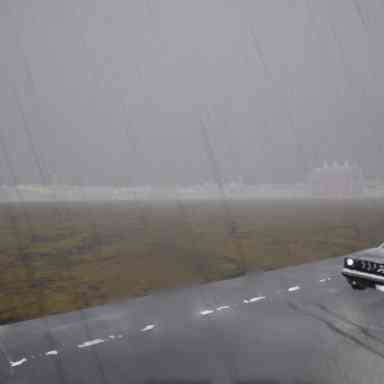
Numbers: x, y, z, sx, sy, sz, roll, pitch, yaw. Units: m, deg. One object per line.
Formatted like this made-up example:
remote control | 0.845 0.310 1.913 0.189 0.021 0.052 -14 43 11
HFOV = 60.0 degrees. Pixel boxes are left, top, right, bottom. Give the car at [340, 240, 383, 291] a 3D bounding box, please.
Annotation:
car | 5.578 1.596 7.859 4.718 1.301 1.895 0 0 -36
